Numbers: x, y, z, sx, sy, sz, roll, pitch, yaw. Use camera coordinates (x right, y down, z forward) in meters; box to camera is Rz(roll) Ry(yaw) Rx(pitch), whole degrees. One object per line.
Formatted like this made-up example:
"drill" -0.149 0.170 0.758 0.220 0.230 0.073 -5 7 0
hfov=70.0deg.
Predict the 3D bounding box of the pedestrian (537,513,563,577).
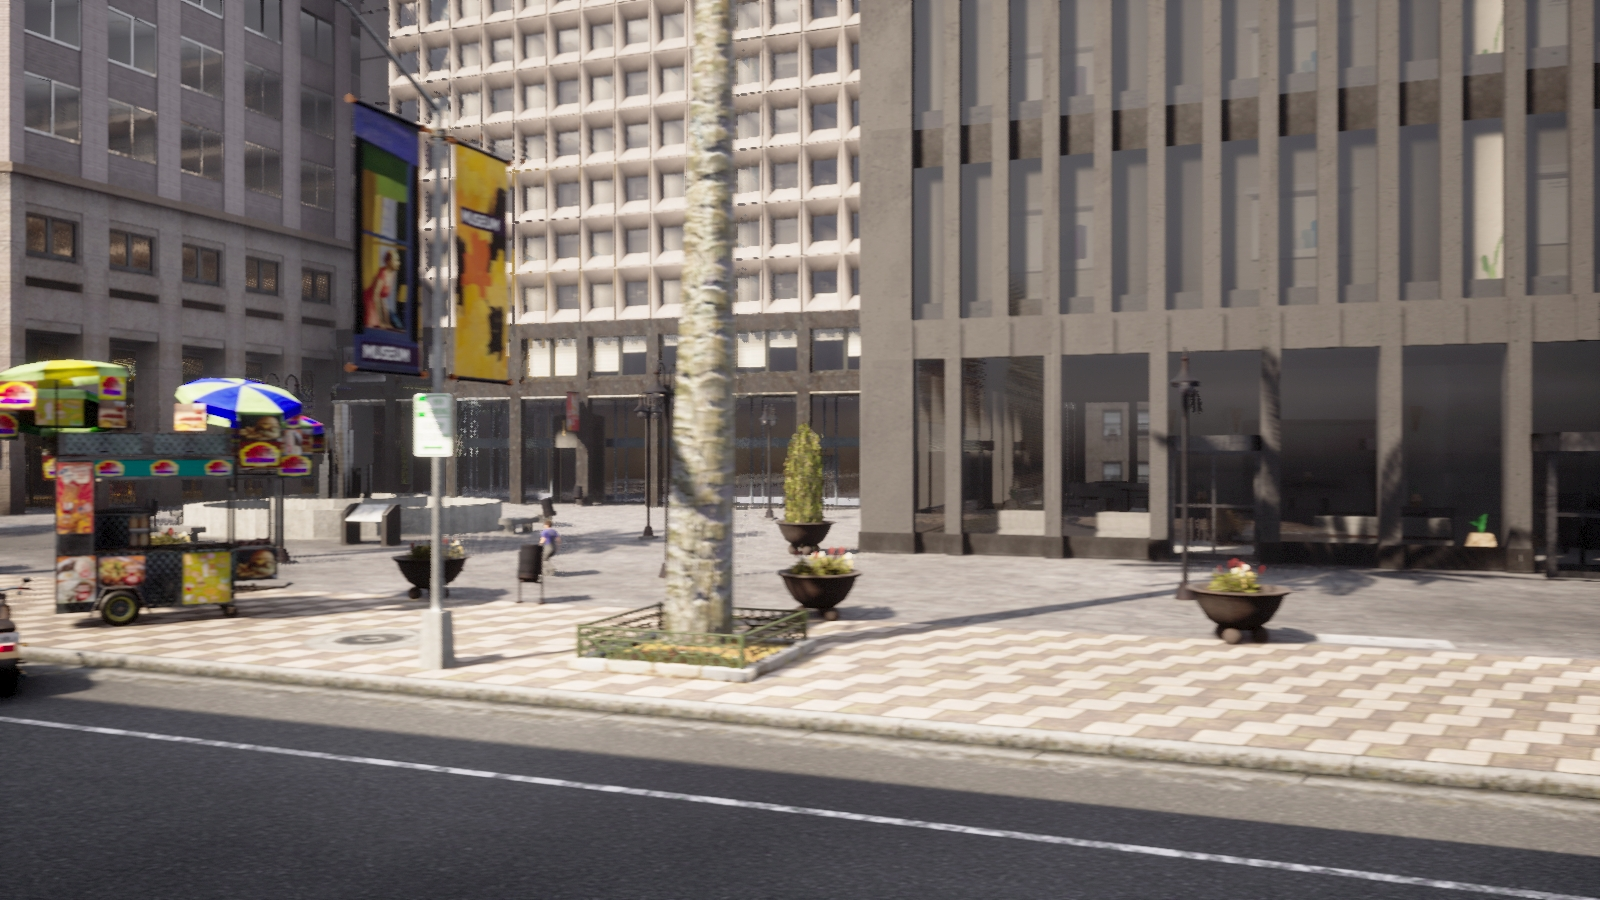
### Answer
"pedestrian" -5.255 1.988 24.053 0.375 1.300 0.375 0 0 33
